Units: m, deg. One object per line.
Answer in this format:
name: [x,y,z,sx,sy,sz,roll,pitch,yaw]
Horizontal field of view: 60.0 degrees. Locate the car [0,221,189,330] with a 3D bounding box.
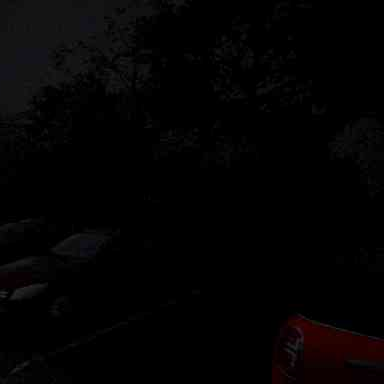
car: [-1.886,1.496,7.165,2.002,1.452,4.674,0,0,36]

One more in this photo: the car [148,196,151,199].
car: [-8.780,0.730,62.176,4.553,1.767,2.097,0,1,40]

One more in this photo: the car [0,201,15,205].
car: [-15.971,1.407,27.399,1.994,1.385,4.181,-3,-1,32]

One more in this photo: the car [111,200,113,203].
car: [-8.639,1.158,44.035,1.812,1.442,4.674,-3,-1,34]

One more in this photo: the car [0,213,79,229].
car: [-4.152,1.448,8.787,2.097,1.535,5.008,0,0,36]

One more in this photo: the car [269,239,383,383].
car: [2.628,1.355,3.903,2.185,1.767,4.553,0,0,35]

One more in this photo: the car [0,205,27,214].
car: [-8.689,1.444,12.015,2.097,1.535,5.008,0,0,36]
